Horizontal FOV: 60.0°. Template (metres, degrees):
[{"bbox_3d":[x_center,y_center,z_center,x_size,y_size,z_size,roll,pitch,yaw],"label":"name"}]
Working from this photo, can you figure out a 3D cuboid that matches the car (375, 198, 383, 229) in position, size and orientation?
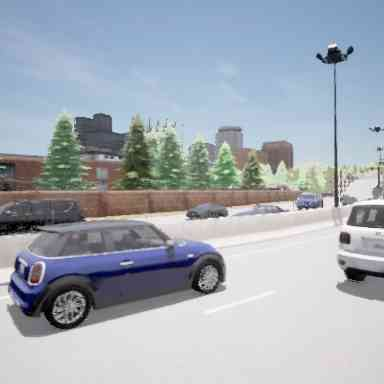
[{"bbox_3d":[13.396,1.285,21.183,2.097,1.767,4.553,-1,0,42],"label":"car"}]

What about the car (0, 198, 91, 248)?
[{"bbox_3d":[-7.859,1.360,15.615,5.566,2.045,2.150,-1,0,-37],"label":"car"}]

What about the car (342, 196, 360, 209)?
[{"bbox_3d":[22.202,1.425,46.427,1.837,1.490,4.892,-1,1,31],"label":"car"}]

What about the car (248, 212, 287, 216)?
[{"bbox_3d":[4.695,1.575,22.219,2.033,1.411,5.357,-1,0,44],"label":"car"}]

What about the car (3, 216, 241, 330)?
[{"bbox_3d":[-1.371,1.395,7.304,4.553,1.767,2.097,0,0,-37],"label":"car"}]

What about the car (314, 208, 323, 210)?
[{"bbox_3d":[14.617,1.204,40.598,2.150,2.045,5.566,-1,0,32],"label":"car"}]

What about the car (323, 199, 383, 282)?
[{"bbox_3d":[5.903,1.192,8.699,5.566,2.045,2.150,0,0,-41],"label":"car"}]
